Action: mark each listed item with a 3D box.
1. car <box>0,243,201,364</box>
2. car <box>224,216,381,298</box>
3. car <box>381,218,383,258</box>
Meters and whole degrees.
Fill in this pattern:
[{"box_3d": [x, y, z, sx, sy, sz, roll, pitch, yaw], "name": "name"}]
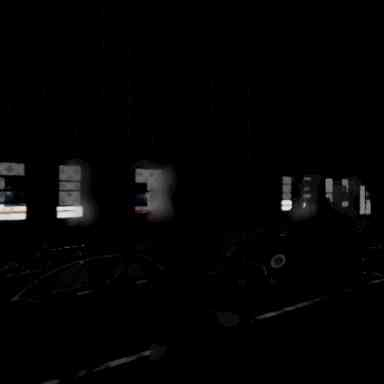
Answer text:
[{"box_3d": [-1.894, 1.555, 5.209, 4.403, 1.369, 2.008, 0, 0, -35], "name": "car"}, {"box_3d": [2.742, 1.457, 8.516, 4.097, 1.590, 1.967, 0, 0, -35], "name": "car"}, {"box_3d": [7.376, 1.579, 11.820, 4.403, 1.369, 2.008, 0, 0, -35], "name": "car"}]
